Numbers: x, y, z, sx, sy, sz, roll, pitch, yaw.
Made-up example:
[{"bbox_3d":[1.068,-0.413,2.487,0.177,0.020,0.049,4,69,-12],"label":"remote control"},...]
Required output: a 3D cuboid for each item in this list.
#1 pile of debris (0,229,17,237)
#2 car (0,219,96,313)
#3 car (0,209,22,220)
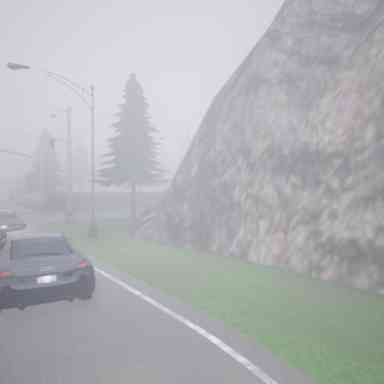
[{"bbox_3d":[-10.145,2.172,17.436,1.500,0.140,1.860,0,0,-34],"label":"pile of debris"},{"bbox_3d":[-3.697,1.559,7.773,1.994,1.385,4.181,0,0,-32],"label":"car"},{"bbox_3d":[-9.633,1.558,16.807,1.994,1.385,4.181,0,0,-34],"label":"car"}]
